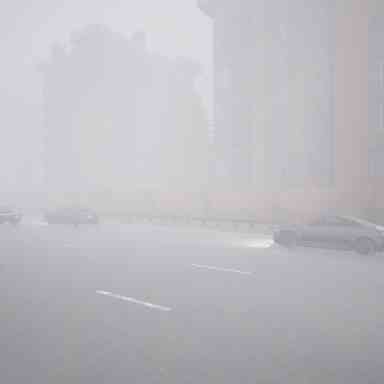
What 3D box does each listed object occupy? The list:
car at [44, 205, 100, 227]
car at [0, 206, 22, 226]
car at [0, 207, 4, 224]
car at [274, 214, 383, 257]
[{"bbox_3d":[-8.228,1.563,22.775,4.181,1.385,1.994,0,0,36],"label":"car"},{"bbox_3d":[-13.436,1.601,22.193,4.718,1.301,1.895,0,0,36],"label":"car"},{"bbox_3d":[-7.585,1.352,9.410,4.553,1.767,2.097,0,0,36],"label":"car"},{"bbox_3d":[5.382,1.563,13.053,4.181,1.385,1.994,0,0,36],"label":"car"}]
